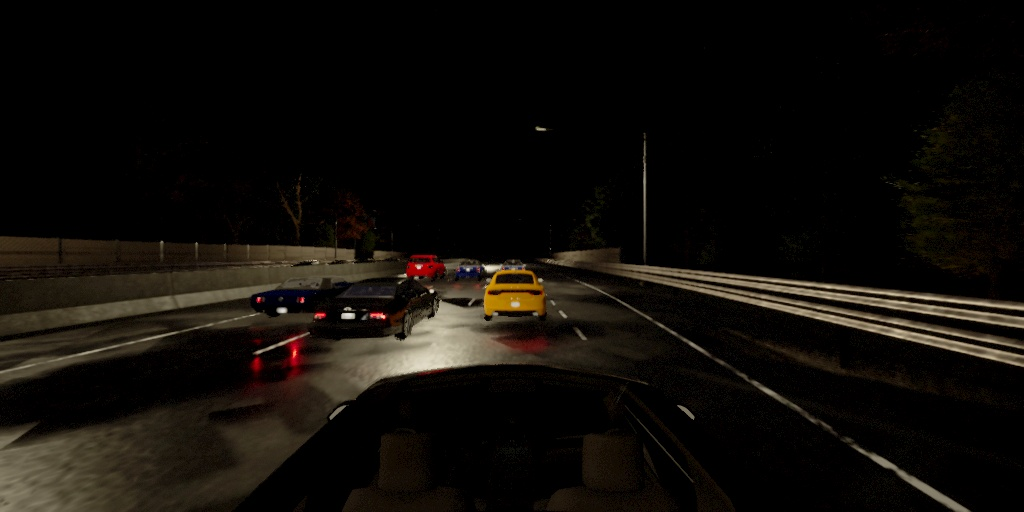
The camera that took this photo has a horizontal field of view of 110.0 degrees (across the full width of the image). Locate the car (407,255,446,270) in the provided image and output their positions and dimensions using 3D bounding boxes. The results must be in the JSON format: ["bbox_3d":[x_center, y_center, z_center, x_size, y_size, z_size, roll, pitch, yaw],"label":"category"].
[{"bbox_3d":[-6.905,0.980,29.256,2.150,2.045,5.566,0,0,0],"label":"car"}]

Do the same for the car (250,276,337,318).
[{"bbox_3d":[-6.901,1.351,12.991,1.895,1.301,4.718,0,0,0],"label":"car"}]

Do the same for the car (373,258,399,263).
[{"bbox_3d":[-17.570,1.134,51.259,2.097,1.767,4.553,0,0,0],"label":"car"}]

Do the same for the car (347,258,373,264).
[{"bbox_3d":[-21.067,1.134,51.162,2.097,1.767,4.553,0,0,0],"label":"car"}]

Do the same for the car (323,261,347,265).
[{"bbox_3d":[-24.564,1.345,51.120,1.994,1.385,4.181,0,0,0],"label":"car"}]

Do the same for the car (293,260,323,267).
[{"bbox_3d":[-28.059,1.327,49.789,2.033,1.411,5.357,0,0,1],"label":"car"}]

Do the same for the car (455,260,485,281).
[{"bbox_3d":[-3.406,1.112,29.906,2.097,1.767,4.553,0,0,0],"label":"car"}]

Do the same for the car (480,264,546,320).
[{"bbox_3d":[0.098,1.228,12.687,1.882,1.535,5.008,0,0,0],"label":"car"}]

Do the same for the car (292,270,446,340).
[{"bbox_3d":[-3.402,1.297,9.968,2.033,1.411,5.357,0,0,0],"label":"car"}]

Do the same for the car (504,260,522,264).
[{"bbox_3d":[0.093,1.112,29.903,2.097,1.767,4.553,0,0,0],"label":"car"}]
